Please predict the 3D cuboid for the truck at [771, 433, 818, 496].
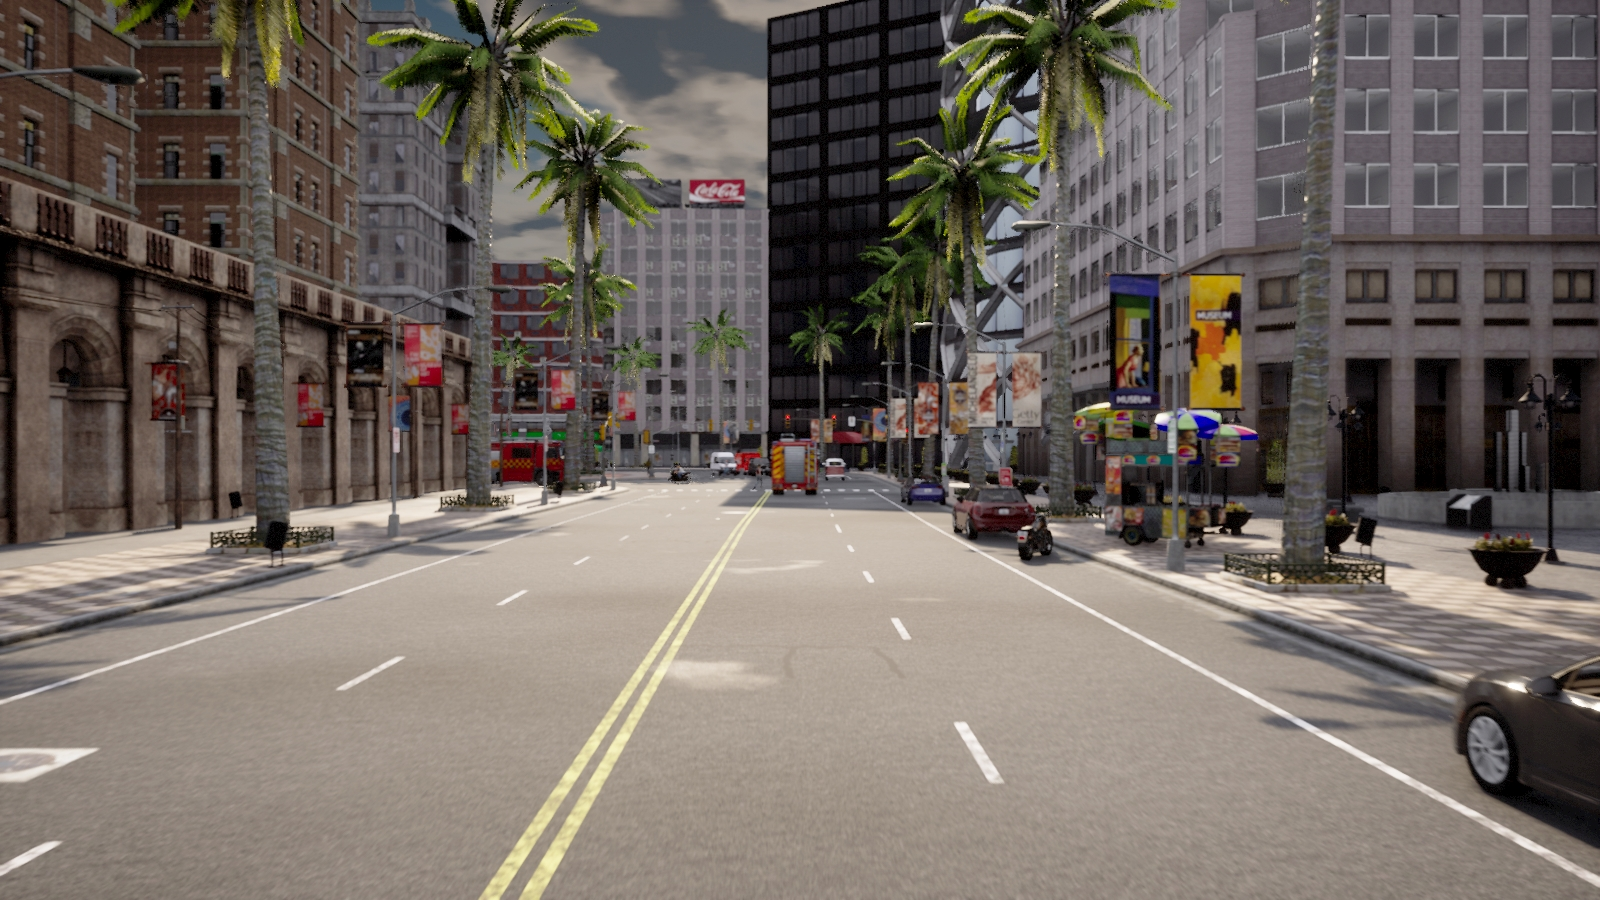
[{"bbox_3d":[-0.333,0.892,73.901,2.891,3.827,8.468,0,0,0],"label":"truck"}]
